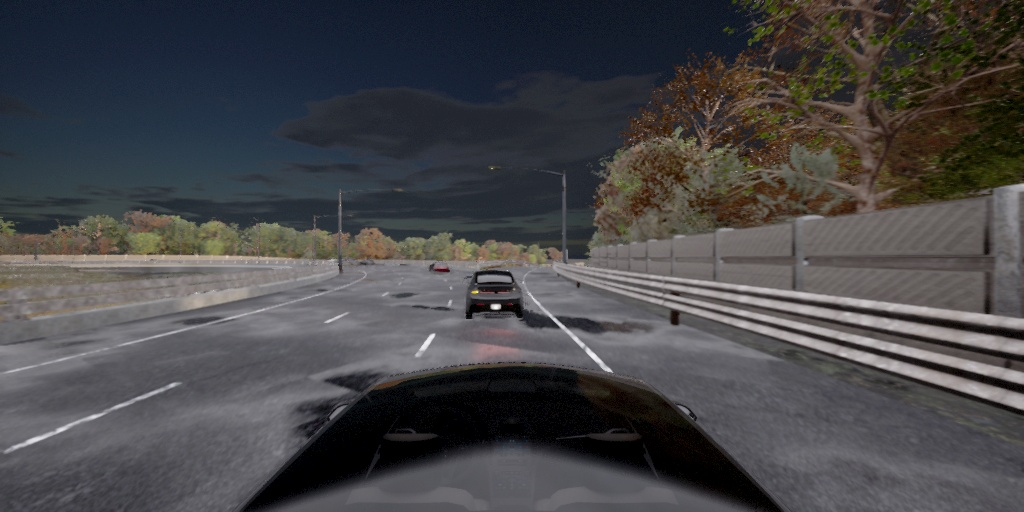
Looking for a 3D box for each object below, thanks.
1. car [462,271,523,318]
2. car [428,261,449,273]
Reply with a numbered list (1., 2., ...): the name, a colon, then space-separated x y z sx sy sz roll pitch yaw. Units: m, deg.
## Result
1. car: -0.732 1.264 13.101 1.837 1.490 4.892 0 0 -6
2. car: -9.496 1.385 46.320 1.994 1.385 4.181 0 0 -24
